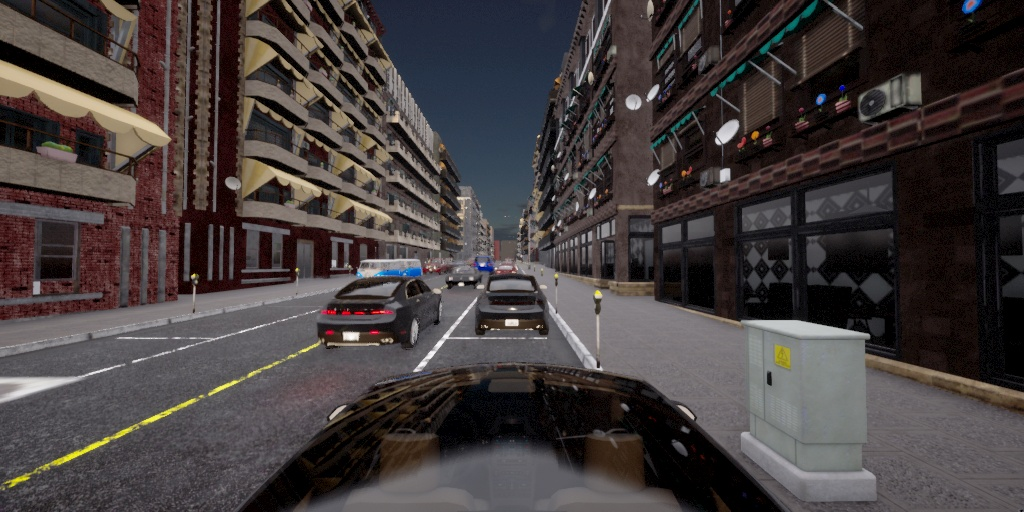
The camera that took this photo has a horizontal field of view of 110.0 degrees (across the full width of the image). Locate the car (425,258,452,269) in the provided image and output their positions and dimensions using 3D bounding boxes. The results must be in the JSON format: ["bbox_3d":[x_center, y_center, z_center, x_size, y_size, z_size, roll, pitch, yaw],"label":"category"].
[{"bbox_3d":[-8.335,1.115,39.194,2.192,1.841,5.009,0,0,0],"label":"car"}]

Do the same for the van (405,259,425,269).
[{"bbox_3d":[-8.335,1.118,28.134,1.690,1.789,3.998,0,0,0],"label":"van"}]

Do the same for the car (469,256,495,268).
[{"bbox_3d":[-2.959,1.023,38.612,2.150,2.045,5.566,0,0,0],"label":"car"}]

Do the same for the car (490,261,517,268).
[{"bbox_3d":[-0.453,1.322,28.072,1.888,1.381,4.507,0,0,0],"label":"car"}]

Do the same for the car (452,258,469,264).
[{"bbox_3d":[-5.842,1.294,40.112,2.128,1.511,4.902,0,0,0],"label":"car"}]

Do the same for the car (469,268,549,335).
[{"bbox_3d":[0.000,1.259,10.503,1.837,1.490,4.892,0,0,0],"label":"car"}]

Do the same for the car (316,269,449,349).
[{"bbox_3d":[-3.020,1.259,9.142,1.837,1.490,4.892,0,0,0],"label":"car"}]

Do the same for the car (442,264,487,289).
[{"bbox_3d":[-2.961,1.369,23.262,1.895,1.301,4.718,0,0,0],"label":"car"}]

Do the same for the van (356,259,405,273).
[{"bbox_3d":[-8.335,1.108,22.603,1.690,1.789,3.998,0,0,0],"label":"van"}]

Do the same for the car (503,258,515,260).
[{"bbox_3d":[-0.445,1.240,39.134,1.967,1.591,4.097,0,0,0],"label":"car"}]
